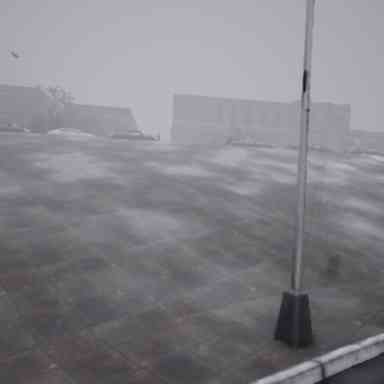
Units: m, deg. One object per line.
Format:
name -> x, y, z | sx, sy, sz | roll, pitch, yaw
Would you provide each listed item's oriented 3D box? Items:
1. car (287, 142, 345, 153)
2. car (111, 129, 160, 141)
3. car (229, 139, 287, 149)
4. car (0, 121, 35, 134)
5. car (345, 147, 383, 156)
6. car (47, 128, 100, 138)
car -> 11.310, -3.885, 31.550 | 4.892, 1.521, 2.231 | 3, -1, -5
car -> -5.076, -4.834, 30.283 | 4.553, 1.767, 2.185 | 3, -1, -4
car -> 5.814, -4.169, 31.119 | 4.892, 1.521, 2.231 | 3, -1, -4
car -> -16.199, -5.380, 29.428 | 4.553, 1.767, 2.185 | 3, -1, -4
car -> 16.822, -3.540, 32.085 | 4.674, 1.452, 2.002 | 3, -1, -6
car -> -10.554, -4.937, 29.860 | 4.674, 1.452, 2.002 | 3, -1, -4
